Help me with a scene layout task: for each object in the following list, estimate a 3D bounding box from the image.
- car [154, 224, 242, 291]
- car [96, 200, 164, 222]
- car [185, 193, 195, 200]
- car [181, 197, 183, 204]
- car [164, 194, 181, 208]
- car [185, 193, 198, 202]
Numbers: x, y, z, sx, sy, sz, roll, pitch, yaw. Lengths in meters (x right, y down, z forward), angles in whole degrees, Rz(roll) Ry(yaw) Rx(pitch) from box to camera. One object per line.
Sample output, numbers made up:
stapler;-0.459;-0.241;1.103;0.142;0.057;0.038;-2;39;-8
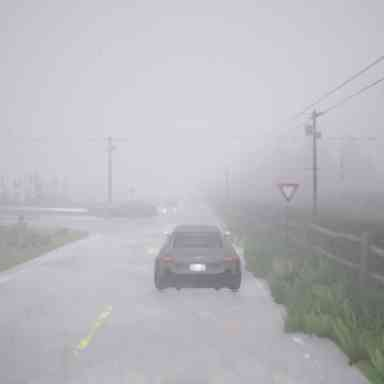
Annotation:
car;0.135;1.546;8.976;1.994;1.385;4.181;0;0;0
car;-5.027;1.410;25.410;4.902;1.511;2.128;0;0;22
car;-0.469;1.029;81.386;2.097;1.767;4.553;0;0;-5
car;-2.804;1.231;62.184;2.097;1.767;4.553;0;0;0
car;-2.881;1.415;46.246;1.837;1.490;4.892;0;0;1
car;0.153;1.208;71.326;2.097;1.767;4.553;0;0;-3
